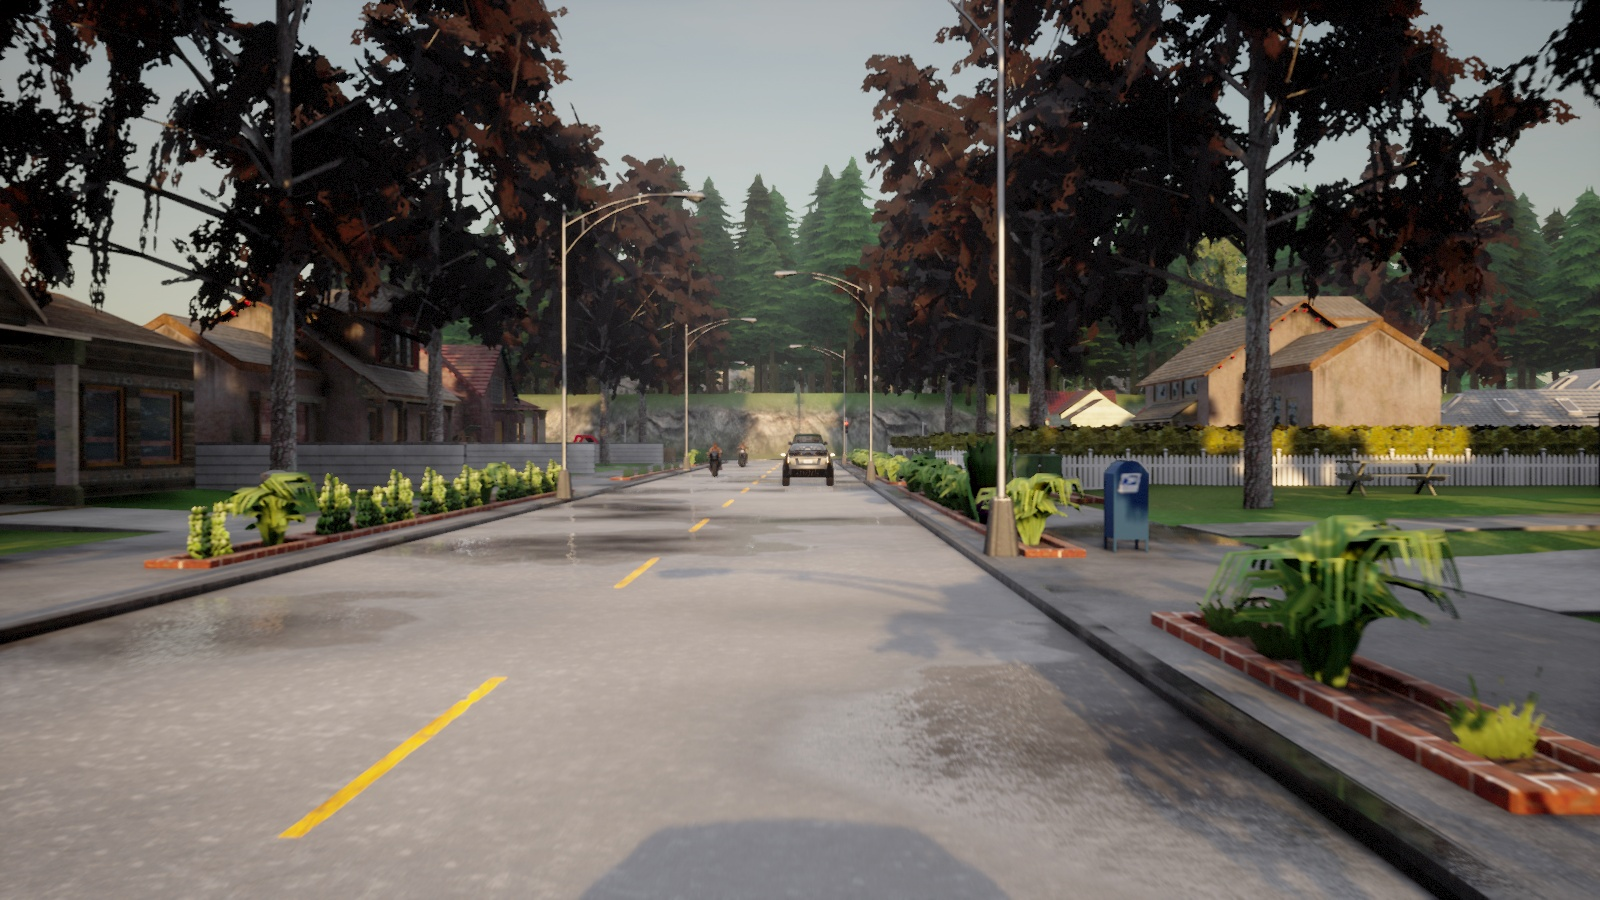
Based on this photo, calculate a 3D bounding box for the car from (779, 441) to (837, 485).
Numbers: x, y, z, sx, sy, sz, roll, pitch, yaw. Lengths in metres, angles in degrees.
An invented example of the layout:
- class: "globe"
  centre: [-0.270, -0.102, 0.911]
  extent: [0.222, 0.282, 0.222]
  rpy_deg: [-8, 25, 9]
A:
- class: "car"
  centre: [0.283, 0.438, 45.315]
  extent: [2.007, 1.525, 4.514]
  rpy_deg: [0, 0, 0]

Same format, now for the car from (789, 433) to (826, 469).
- class: "car"
  centre: [0.459, 0.043, 75.127]
  extent: [2.150, 2.045, 5.566]
  rpy_deg: [0, 0, 0]

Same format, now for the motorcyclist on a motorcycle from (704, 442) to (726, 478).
- class: "motorcyclist on a motorcycle"
  centre: [-3.668, 0.421, 54.137]
  extent: [0.797, 1.523, 2.044]
  rpy_deg: [0, 0, 0]
